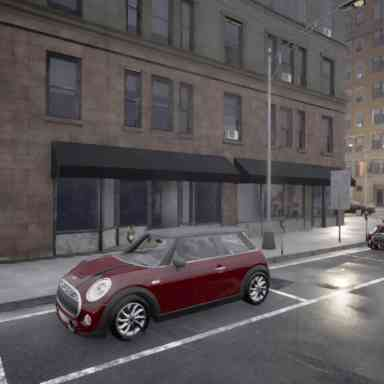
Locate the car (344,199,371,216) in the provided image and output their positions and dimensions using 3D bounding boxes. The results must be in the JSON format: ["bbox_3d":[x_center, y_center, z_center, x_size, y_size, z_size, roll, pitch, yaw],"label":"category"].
[{"bbox_3d":[14.742,1.400,31.709,1.882,1.535,5.008,1,0,-37],"label":"car"}]

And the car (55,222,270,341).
[{"bbox_3d":[-0.430,1.440,6.441,4.097,1.590,1.967,0,0,-35],"label":"car"}]

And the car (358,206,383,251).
[{"bbox_3d":[8.529,1.443,12.800,4.097,1.590,1.967,0,0,-35],"label":"car"}]
